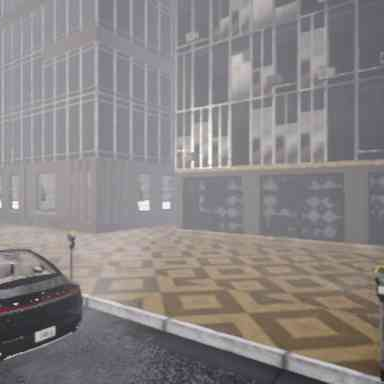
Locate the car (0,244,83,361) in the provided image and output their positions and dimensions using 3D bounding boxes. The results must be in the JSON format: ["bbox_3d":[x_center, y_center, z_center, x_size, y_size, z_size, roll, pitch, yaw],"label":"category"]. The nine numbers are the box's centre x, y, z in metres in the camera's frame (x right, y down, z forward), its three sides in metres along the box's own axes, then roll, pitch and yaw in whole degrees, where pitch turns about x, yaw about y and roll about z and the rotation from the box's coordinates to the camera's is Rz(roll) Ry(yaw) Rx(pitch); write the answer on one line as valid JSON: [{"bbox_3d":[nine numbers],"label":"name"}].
[{"bbox_3d":[-3.617,1.546,5.452,4.403,1.369,2.008,0,0,35],"label":"car"}]
